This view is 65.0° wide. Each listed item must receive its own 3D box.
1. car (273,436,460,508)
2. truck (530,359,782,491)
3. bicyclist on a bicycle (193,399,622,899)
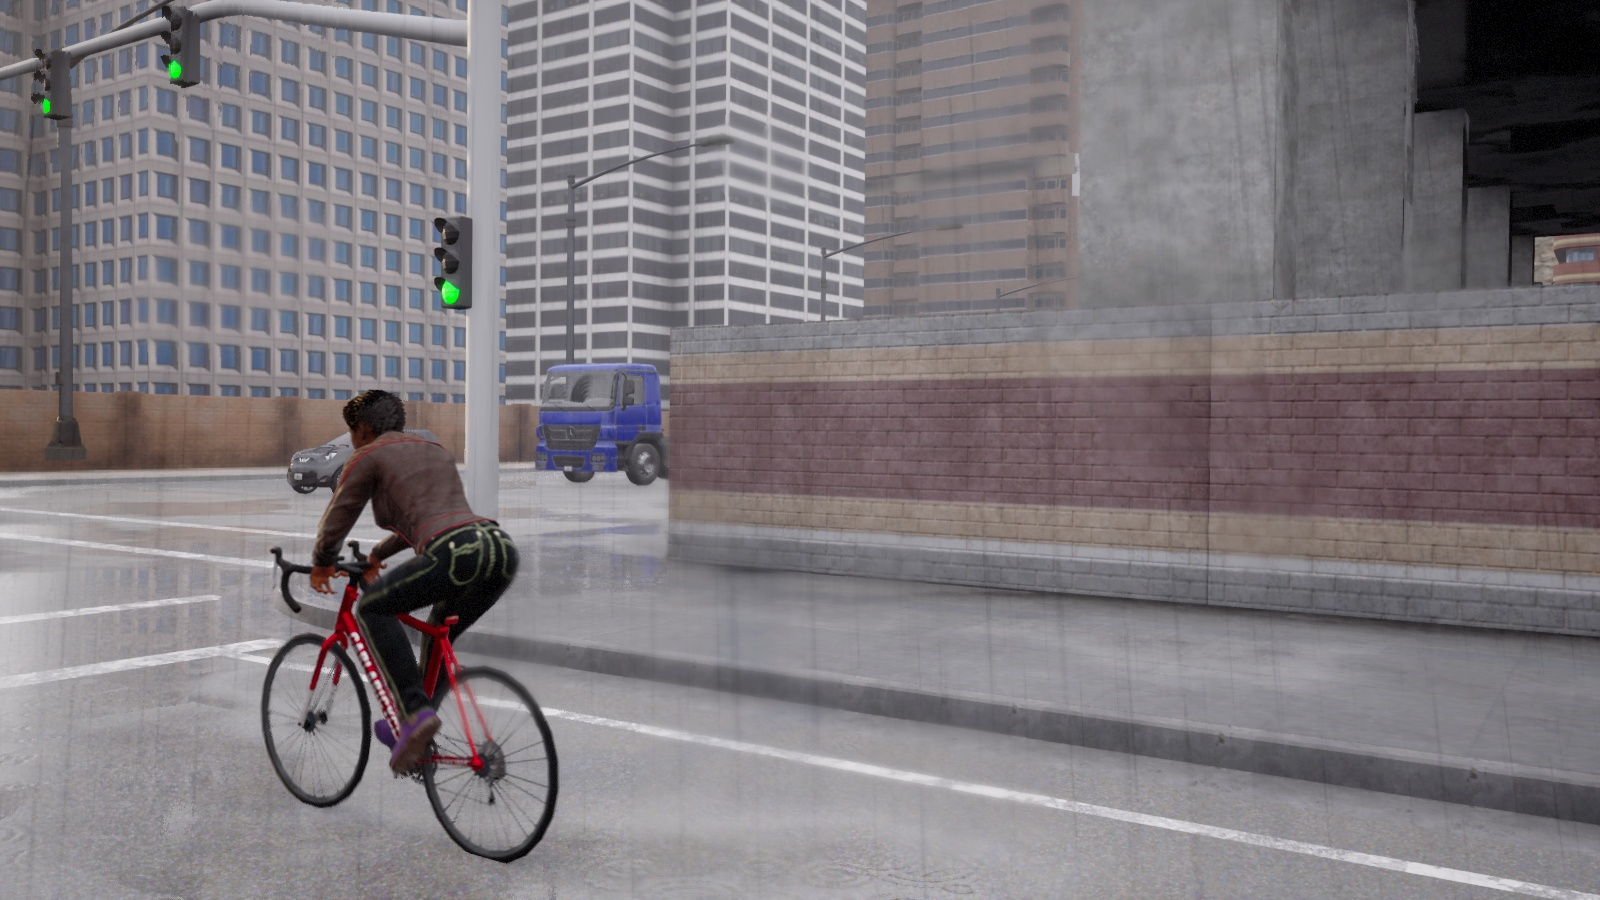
[{"bbox_3d":[-9.798,0.444,28.592,1.845,1.501,3.633,0,1,34],"label":"car"},{"bbox_3d":[-4.016,-0.721,37.134,2.891,3.462,7.936,0,1,34],"label":"truck"},{"bbox_3d":[-1.478,0.633,4.604,1.656,1.620,0.582,2,2,34],"label":"bicyclist on a bicycle"}]
